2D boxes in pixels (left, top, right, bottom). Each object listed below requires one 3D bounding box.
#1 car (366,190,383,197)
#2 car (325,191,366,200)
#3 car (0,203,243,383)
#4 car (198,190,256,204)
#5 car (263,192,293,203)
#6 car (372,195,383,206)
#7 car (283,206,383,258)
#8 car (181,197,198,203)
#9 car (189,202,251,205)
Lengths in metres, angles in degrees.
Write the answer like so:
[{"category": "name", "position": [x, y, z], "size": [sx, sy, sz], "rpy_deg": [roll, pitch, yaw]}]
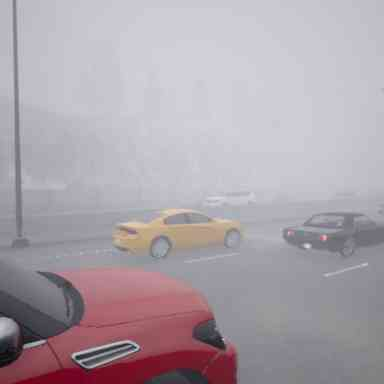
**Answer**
[{"category": "car", "position": [29.480, 0.420, 53.931], "size": [4.902, 1.511, 2.128], "rpy_deg": [-1, 1, -33]}, {"category": "car", "position": [16.782, 0.672, 37.039], "size": [4.553, 1.767, 2.097], "rpy_deg": [-1, 1, -34]}, {"category": "car", "position": [-2.259, 1.235, 2.144], "size": [5.566, 2.045, 2.150], "rpy_deg": [-1, 1, -35]}, {"category": "car", "position": [3.737, 0.806, 32.280], "size": [5.566, 2.045, 2.150], "rpy_deg": [-1, 1, -35]}, {"category": "car", "position": [11.995, 0.785, 46.473], "size": [4.902, 1.511, 2.128], "rpy_deg": [-1, 1, -34]}, {"category": "car", "position": [14.811, 1.059, 22.711], "size": [5.357, 1.411, 2.033], "rpy_deg": [-1, 1, -35]}, {"category": "car", "position": [5.489, 1.383, 11.876], "size": [4.718, 1.301, 1.895], "rpy_deg": [-1, 1, -35]}, {"category": "car", "position": [1.124, 1.146, 34.720], "size": [5.357, 1.411, 2.033], "rpy_deg": [-1, 1, -35]}, {"category": "car", "position": [-0.351, 1.352, 12.047], "size": [5.008, 1.535, 1.882], "rpy_deg": [-1, 1, -35]}]
